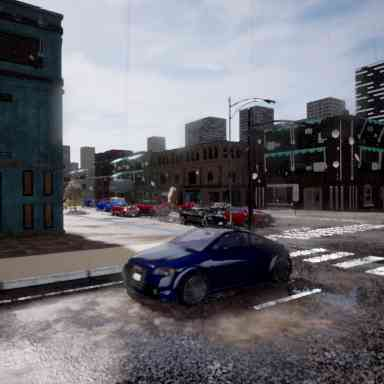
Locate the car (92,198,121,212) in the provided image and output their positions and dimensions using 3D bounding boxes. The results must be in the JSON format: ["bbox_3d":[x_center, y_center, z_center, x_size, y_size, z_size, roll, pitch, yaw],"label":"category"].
[{"bbox_3d":[-12.061,1.989,47.280,1.882,1.535,5.008,-1,0,-35],"label":"car"}]

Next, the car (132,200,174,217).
[{"bbox_3d":[-4.265,1.712,36.257,2.097,1.767,4.553,-1,0,-35],"label":"car"}]

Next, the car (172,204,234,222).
[{"bbox_3d":[0.700,1.813,24.573,1.947,1.339,4.313,-2,0,-35],"label":"car"}]

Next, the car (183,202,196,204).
[{"bbox_3d":[-0.410,1.901,40.811,1.802,1.307,4.206,-2,0,-35],"label":"car"}]

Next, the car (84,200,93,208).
[{"bbox_3d":[-19.500,2.191,63.230,1.812,1.442,4.674,-1,0,-35],"label":"car"}]

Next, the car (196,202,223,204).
[{"bbox_3d":[2.796,1.807,36.298,2.008,1.369,4.403,-2,0,-35],"label":"car"}]

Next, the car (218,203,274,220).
[{"bbox_3d":[4.014,1.761,24.533,1.994,1.385,4.181,-1,0,-34],"label":"car"}]

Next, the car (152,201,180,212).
[{"bbox_3d":[-3.615,1.963,45.322,1.802,1.307,4.206,-2,0,-35],"label":"car"}]

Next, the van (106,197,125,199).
[{"bbox_3d":[-13.241,1.904,58.857,1.690,1.788,3.998,-1,0,-35],"label":"van"}]

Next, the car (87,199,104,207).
[{"bbox_3d":[-19.650,2.225,67.880,1.887,1.381,4.507,-1,0,-35],"label":"car"}]

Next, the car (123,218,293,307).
[{"bbox_3d":[0.491,1.562,8.007,4.181,1.385,1.994,0,0,-36],"label":"car"}]

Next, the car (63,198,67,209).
[{"bbox_3d":[-23.174,2.231,58.374,1.752,1.417,4.829,-1,0,-35],"label":"car"}]

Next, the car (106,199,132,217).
[{"bbox_3d":[-7.243,1.844,35.953,1.967,1.590,4.097,-1,0,-35],"label":"car"}]
